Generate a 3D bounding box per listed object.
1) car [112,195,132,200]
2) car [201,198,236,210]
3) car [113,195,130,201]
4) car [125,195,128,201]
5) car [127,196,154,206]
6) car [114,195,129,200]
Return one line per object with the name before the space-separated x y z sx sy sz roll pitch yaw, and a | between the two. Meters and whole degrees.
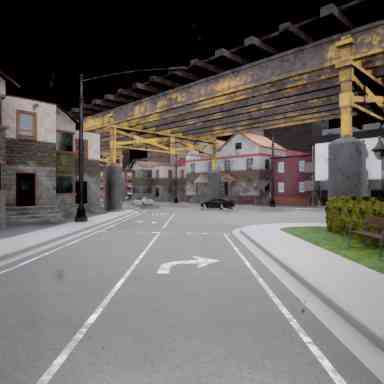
car | -16.904 1.295 80.091 4.536 1.218 1.853 0 0 -15
car | 3.282 1.504 42.429 1.837 1.490 4.892 0 0 -45
car | -17.637 1.452 83.746 2.038 1.542 4.974 0 0 15
car | -16.954 1.452 80.078 4.974 1.542 2.038 0 0 -15
car | -8.002 1.525 53.716 1.812 1.442 4.674 0 0 -44
car | -17.624 1.295 83.796 1.853 1.218 4.536 0 0 15
